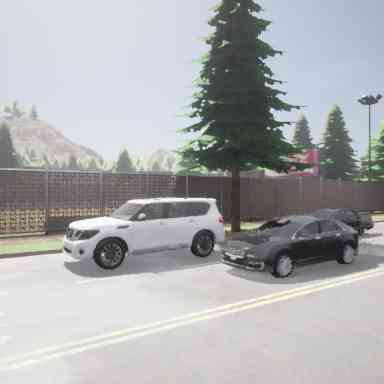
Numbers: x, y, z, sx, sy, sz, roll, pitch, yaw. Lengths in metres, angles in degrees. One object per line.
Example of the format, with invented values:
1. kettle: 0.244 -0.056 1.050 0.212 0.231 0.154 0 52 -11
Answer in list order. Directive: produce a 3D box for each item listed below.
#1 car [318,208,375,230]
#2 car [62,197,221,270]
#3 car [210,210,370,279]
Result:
1. car: 7.152 1.547 16.980 5.357 1.411 2.033 0 0 -33
2. car: -1.427 1.221 11.389 5.566 2.045 2.150 0 0 -33
3. car: 3.136 1.505 10.181 4.892 1.490 1.837 0 0 -33
